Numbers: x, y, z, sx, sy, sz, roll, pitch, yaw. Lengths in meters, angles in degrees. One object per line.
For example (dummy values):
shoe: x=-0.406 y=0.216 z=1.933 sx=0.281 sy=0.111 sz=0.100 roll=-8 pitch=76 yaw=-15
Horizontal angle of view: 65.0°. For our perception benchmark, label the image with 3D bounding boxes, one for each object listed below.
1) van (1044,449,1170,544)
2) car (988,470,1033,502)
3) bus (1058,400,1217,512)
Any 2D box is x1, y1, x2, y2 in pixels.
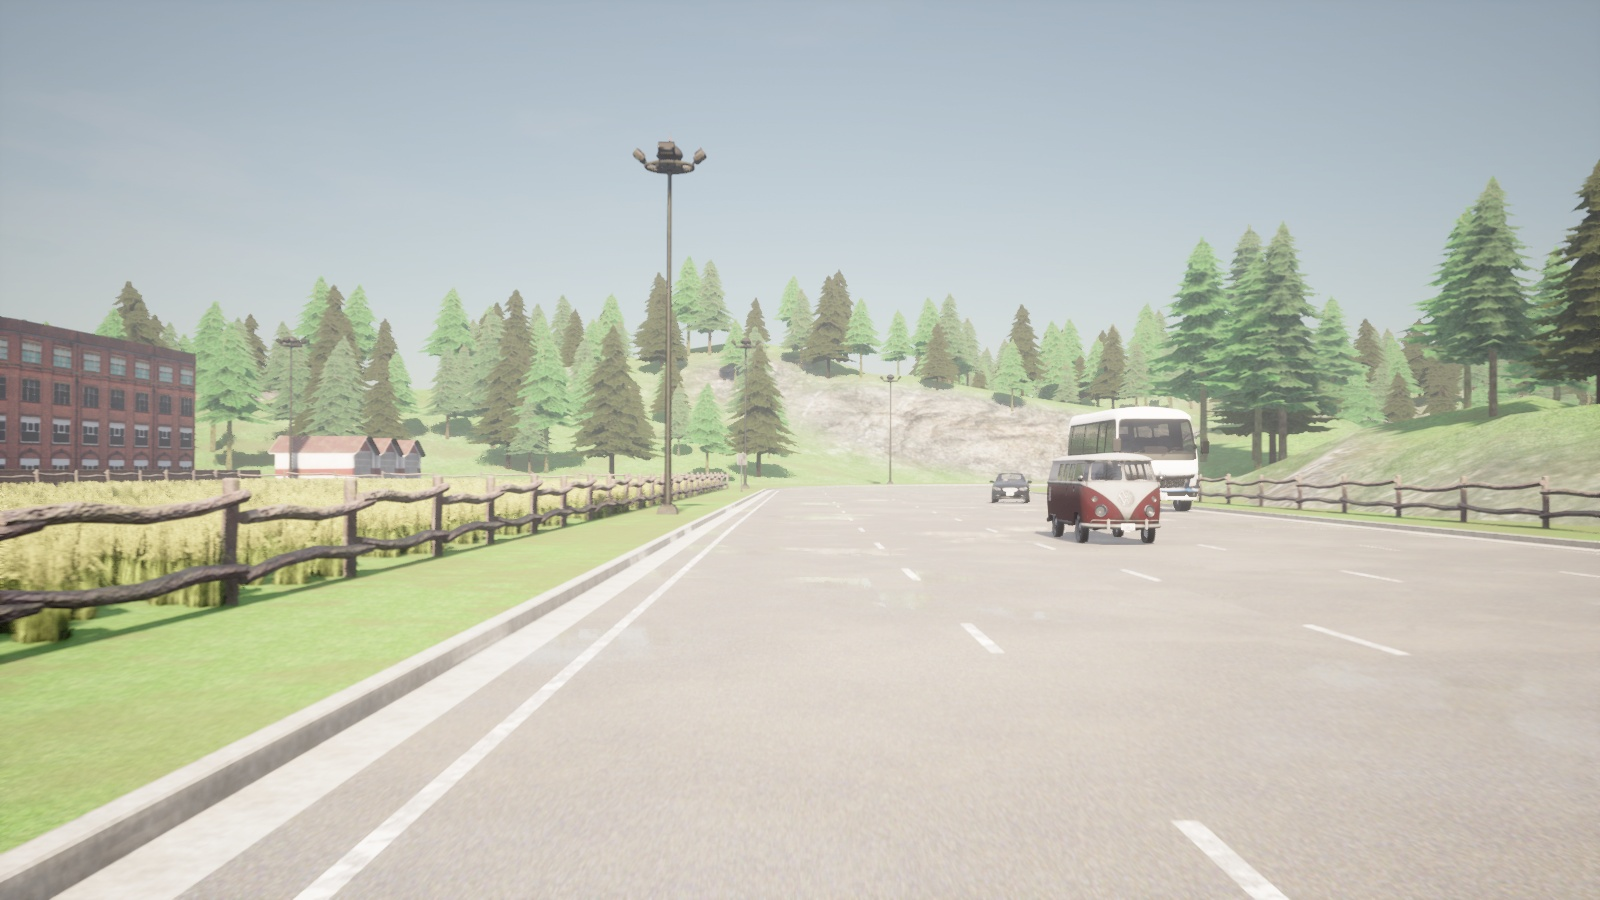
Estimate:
van: x=6.920 y=1.023 z=28.790 sx=1.775 sy=1.987 sz=4.442 roll=0 pitch=-1 yaw=0
car: x=10.630 y=1.791 z=63.341 sx=2.128 sy=1.511 sz=4.902 roll=0 pitch=-1 yaw=10
bus: x=13.947 y=0.273 z=53.081 sx=3.944 sy=4.253 sz=10.273 roll=0 pitch=-1 yaw=0
